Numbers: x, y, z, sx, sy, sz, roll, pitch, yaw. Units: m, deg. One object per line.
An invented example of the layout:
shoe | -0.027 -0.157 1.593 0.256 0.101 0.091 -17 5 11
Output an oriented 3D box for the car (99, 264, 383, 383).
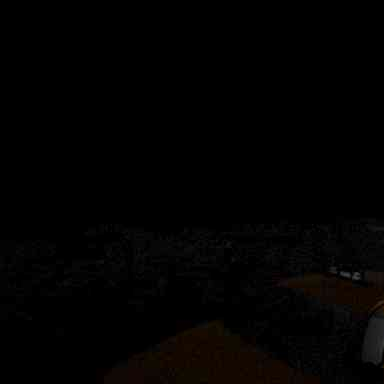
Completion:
car | 1.419 1.496 3.419 4.829 1.417 1.752 0 1 -33
